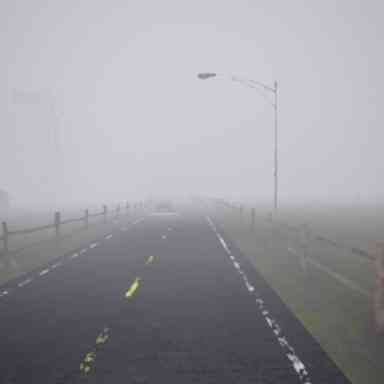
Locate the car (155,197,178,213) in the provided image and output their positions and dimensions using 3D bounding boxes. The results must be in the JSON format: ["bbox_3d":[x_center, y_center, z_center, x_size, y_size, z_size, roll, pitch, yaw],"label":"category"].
[{"bbox_3d":[-2.839,1.553,36.538,1.994,1.385,4.181,0,0,0],"label":"car"}]

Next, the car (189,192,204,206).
[{"bbox_3d":[0.965,1.349,56.580,2.097,1.767,4.553,0,0,0],"label":"car"}]

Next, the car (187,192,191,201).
[{"bbox_3d":[0.003,1.086,75.561,2.150,2.045,5.566,0,0,0],"label":"car"}]

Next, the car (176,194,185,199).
[{"bbox_3d":[-2.746,1.157,78.175,1.812,1.442,4.674,0,0,0],"label":"car"}]
